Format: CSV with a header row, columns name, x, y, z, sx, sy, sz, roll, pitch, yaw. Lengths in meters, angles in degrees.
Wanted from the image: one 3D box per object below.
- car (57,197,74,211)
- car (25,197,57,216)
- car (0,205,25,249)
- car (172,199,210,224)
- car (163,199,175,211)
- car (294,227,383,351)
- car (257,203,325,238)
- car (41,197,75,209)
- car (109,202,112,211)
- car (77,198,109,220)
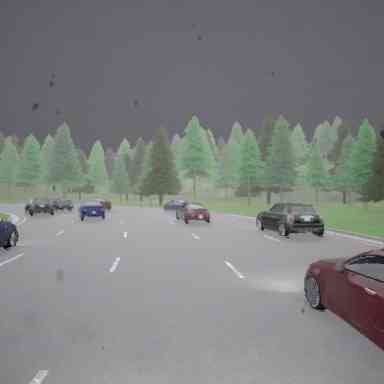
name,x,y,z,sx,sy,sz,roll,pitch,yaw
car,-15.746,1.601,39.017,1.895,1.301,4.718,0,0,-43
car,-15.306,1.354,33.063,2.097,1.767,4.553,0,0,-34
car,-7.940,1.351,11.662,2.097,1.767,4.553,0,0,-7
car,0.028,1.525,25.096,1.812,1.442,4.674,0,0,-14
car,-1.661,1.526,38.133,1.812,1.442,4.674,0,0,-31
car,3.280,1.526,4.847,1.812,1.442,4.674,0,0,-3
car,5.172,1.352,18.076,2.097,1.767,4.553,0,0,-10
car,-18.678,1.492,46.207,4.902,1.511,2.128,0,0,35
car,-11.149,1.478,38.928,1.882,1.535,5.008,0,0,-38
car,-8.679,1.478,28.447,1.882,1.535,5.008,0,-1,-23
